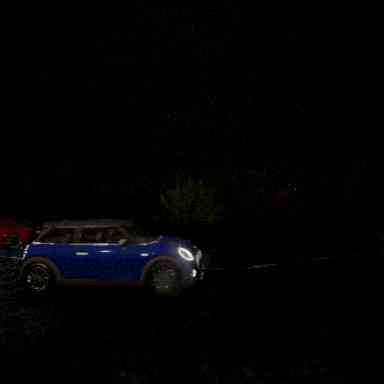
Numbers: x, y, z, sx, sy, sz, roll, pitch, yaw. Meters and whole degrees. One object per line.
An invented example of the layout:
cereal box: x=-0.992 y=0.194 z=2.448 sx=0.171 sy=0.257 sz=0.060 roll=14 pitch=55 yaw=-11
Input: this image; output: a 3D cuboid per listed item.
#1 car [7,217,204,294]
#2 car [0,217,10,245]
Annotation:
car: x=-1.981 y=1.515 z=8.792 sx=4.553 sy=1.767 sz=2.097 roll=-1 pitch=-1 yaw=3
car: x=-9.465 y=1.920 z=16.233 sx=4.181 sy=1.385 sz=1.994 roll=-1 pitch=-1 yaw=3
